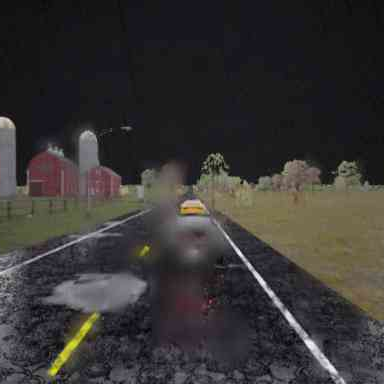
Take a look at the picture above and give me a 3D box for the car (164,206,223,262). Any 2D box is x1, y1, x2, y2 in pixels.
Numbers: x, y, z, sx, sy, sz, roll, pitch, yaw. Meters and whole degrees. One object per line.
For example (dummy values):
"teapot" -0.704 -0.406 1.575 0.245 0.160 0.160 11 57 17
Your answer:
"car" 0.064 1.500 12.028 1.837 1.490 4.892 0 0 0

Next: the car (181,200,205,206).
"car" 0.061 1.457 28.403 1.882 1.535 5.008 0 0 0

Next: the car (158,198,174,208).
"car" -3.601 1.522 46.262 1.994 1.385 4.181 0 0 0
